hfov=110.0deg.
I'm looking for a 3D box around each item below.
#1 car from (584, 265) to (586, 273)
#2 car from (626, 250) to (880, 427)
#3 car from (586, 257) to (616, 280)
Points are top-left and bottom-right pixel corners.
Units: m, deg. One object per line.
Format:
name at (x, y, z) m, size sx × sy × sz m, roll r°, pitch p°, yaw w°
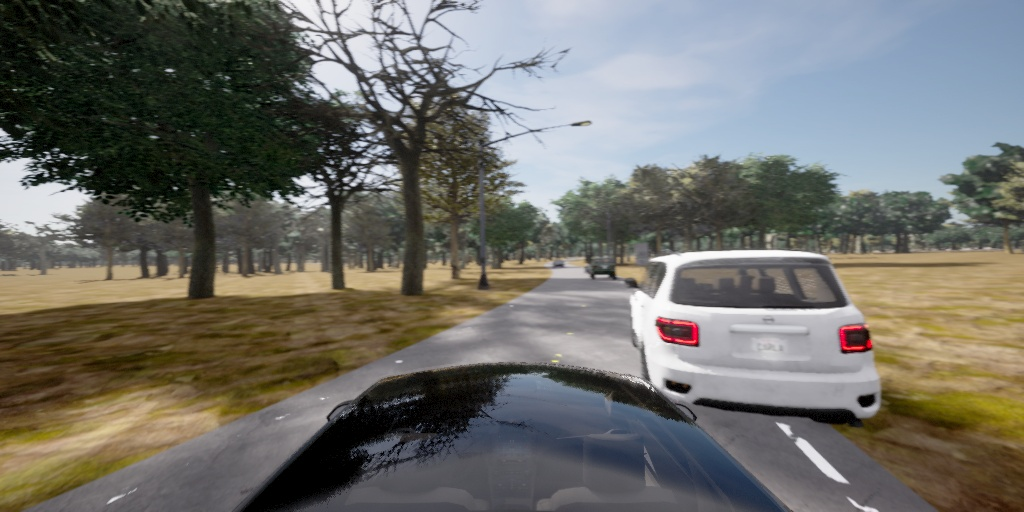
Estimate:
car at (10.111, 1.503, 44.710) m, size 1.994 × 1.385 × 4.181 m, roll -1°, pitch 0°, yaw 7°
car at (3.197, 0.961, 6.008) m, size 2.150 × 2.045 × 5.566 m, roll -1°, pitch -1°, yaw 16°
car at (8.508, 1.117, 33.944) m, size 2.150 × 2.045 × 5.566 m, roll -1°, pitch 0°, yaw 9°
